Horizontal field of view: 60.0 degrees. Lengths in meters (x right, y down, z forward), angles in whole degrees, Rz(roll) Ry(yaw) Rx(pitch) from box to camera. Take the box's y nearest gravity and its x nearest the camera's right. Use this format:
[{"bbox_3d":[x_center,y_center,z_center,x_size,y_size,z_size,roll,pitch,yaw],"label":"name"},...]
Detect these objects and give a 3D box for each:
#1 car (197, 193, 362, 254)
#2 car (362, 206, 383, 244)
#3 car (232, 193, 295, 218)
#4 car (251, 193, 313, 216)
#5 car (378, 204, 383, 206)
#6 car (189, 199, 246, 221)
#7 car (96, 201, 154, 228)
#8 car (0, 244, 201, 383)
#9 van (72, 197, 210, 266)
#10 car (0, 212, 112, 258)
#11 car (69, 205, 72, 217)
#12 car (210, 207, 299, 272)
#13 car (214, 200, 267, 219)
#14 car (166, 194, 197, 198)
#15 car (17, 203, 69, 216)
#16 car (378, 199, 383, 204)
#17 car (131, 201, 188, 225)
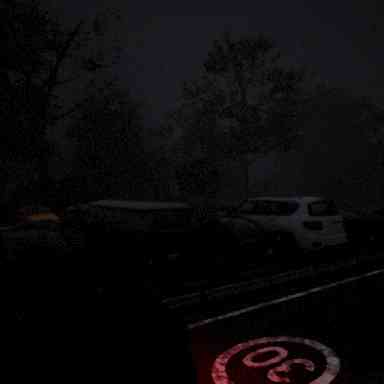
[{"bbox_3d":[2.922,1.183,12.573,2.435,2.045,5.566,0,0,-36],"label":"car"},{"bbox_3d":[5.225,1.426,14.180,2.231,1.521,4.892,0,0,-36],"label":"car"},{"bbox_3d":[6.558,1.157,31.188,2.435,2.045,5.566,0,0,-36],"label":"car"},{"bbox_3d":[8.723,1.157,32.737,2.435,2.045,5.566,0,0,-36],"label":"car"},{"bbox_3d":[7.514,1.448,15.788,2.163,1.488,4.792,0,0,-36],"label":"car"},{"bbox_3d":[2.016,1.415,27.967,2.097,1.535,5.008,0,0,-36],"label":"car"},{"bbox_3d":[-4.764,1.465,23.085,2.163,1.488,4.792,0,0,-36],"label":"car"},{"bbox_3d":[-2.293,1.480,2.048,5.008,1.535,1.882,0,0,-36],"label":"car"},{"bbox_3d":[-1.690,1.227,9.382,1.878,1.987,4.442,0,0,-36],"label":"van"},{"bbox_3d":[-3.898,1.463,7.653,2.231,1.521,4.892,0,0,-36],"label":"car"},{"bbox_3d":[-7.043,1.445,21.484,2.097,1.535,5.008,0,0,-36],"label":"car"},{"bbox_3d":[0.662,1.443,10.914,2.097,1.535,5.008,0,0,-36],"label":"car"},{"bbox_3d":[4.179,1.451,29.517,2.002,1.452,4.674,0,0,-36],"label":"car"},{"bbox_3d":[-0.237,1.168,26.326,2.435,2.045,5.566,0,0,-36],"label":"car"},{"bbox_3d":[-9.205,1.451,19.717,1.946,1.575,5.366,0,0,-36],"label":"car"},{"bbox_3d":[12.061,1.409,19.071,2.097,1.535,5.008,0,0,-36],"label":"car"},{"bbox_3d":[-2.533,1.456,24.753,2.163,1.488,4.792,0,0,-36],"label":"car"}]
